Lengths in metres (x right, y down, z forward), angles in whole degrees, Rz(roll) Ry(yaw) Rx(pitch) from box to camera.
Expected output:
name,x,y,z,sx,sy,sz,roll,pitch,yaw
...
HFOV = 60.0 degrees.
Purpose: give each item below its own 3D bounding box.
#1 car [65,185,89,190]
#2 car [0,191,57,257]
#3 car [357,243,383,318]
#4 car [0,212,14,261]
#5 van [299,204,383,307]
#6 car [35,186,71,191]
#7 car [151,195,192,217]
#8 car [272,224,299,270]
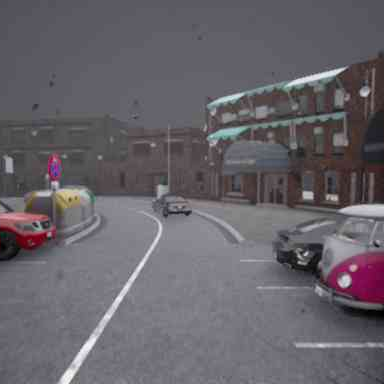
name,x,y,z,sx,sy,sz,roll,pitch,yaw
car,-13.365,0.012,36.382,4.553,1.767,2.097,0,4,27
car,-7.650,1.109,11.407,5.566,2.045,2.435,0,1,0
car,4.657,1.468,3.277,4.892,1.521,2.231,0,0,0
car,-7.684,1.419,8.467,5.008,1.535,2.097,0,1,0
van,4.534,1.224,6.070,4.442,1.987,1.878,0,1,0
car,-14.845,0.420,33.613,4.181,1.385,1.994,-1,3,21
car,-1.582,0.911,24.008,2.033,1.411,5.357,-1,4,-19
car,4.645,1.413,8.880,4.892,1.521,2.231,0,1,0
